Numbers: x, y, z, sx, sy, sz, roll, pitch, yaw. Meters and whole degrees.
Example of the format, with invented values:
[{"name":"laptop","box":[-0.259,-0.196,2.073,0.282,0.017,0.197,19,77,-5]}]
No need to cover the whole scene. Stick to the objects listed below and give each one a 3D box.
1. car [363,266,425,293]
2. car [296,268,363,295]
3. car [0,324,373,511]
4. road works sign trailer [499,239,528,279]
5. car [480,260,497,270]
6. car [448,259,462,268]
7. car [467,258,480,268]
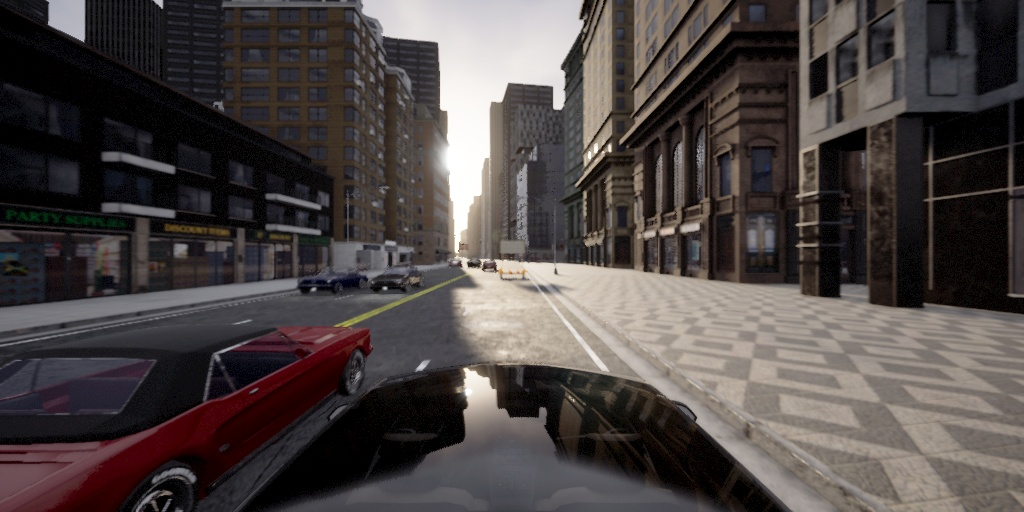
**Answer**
[{"name":"car","box":[-6.592,1.300,21.270,2.033,1.411,5.357,0,0,0]},{"name":"car","box":[-9.841,1.353,20.029,1.895,1.301,4.718,0,0,0]},{"name":"car","box":[-3.147,1.351,3.636,1.895,1.301,4.718,0,0,0]},{"name":"road works sign trailer","box":[0.028,0.218,32.773,2.380,3.560,2.880,0,0,0]},{"name":"car","box":[-3.129,1.282,51.491,1.812,1.442,4.674,0,0,0]},{"name":"car","box":[-9.753,1.285,61.691,1.812,1.442,4.674,0,0,1]},{"name":"car","box":[-6.513,1.111,61.543,2.097,1.767,4.553,0,0,1]}]
